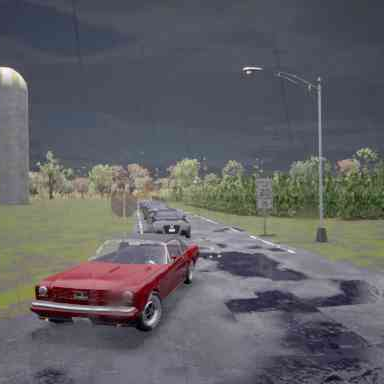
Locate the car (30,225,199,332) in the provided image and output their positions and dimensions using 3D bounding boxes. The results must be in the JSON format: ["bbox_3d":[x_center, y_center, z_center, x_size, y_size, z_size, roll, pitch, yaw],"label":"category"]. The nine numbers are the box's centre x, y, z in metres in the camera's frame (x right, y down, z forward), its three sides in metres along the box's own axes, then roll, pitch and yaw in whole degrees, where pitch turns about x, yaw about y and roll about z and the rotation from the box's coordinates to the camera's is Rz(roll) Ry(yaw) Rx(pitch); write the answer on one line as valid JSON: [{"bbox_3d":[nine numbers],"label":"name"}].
[{"bbox_3d":[-1.192,1.653,7.193,1.895,1.301,4.718,0,0,13],"label":"car"}]

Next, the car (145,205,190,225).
[{"bbox_3d":[-1.294,1.648,17.789,1.994,1.385,4.181,-1,0,-10],"label":"car"}]

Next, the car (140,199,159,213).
[{"bbox_3d":[-5.496,1.680,42.084,2.128,1.511,4.902,-1,0,-10],"label":"car"}]

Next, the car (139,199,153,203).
[{"bbox_3d":[-4.357,1.708,35.729,2.033,1.411,5.357,-1,0,-10],"label":"car"}]

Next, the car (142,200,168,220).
[{"bbox_3d":[-2.235,1.599,23.438,2.128,1.511,4.902,-1,0,-10],"label":"car"}]

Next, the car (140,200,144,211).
[{"bbox_3d":[-3.333,1.699,29.862,1.994,1.385,4.181,-1,0,-10],"label":"car"}]

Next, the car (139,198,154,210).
[{"bbox_3d":[-6.608,1.693,48.172,1.882,1.535,5.008,-1,0,-10],"label":"car"}]
